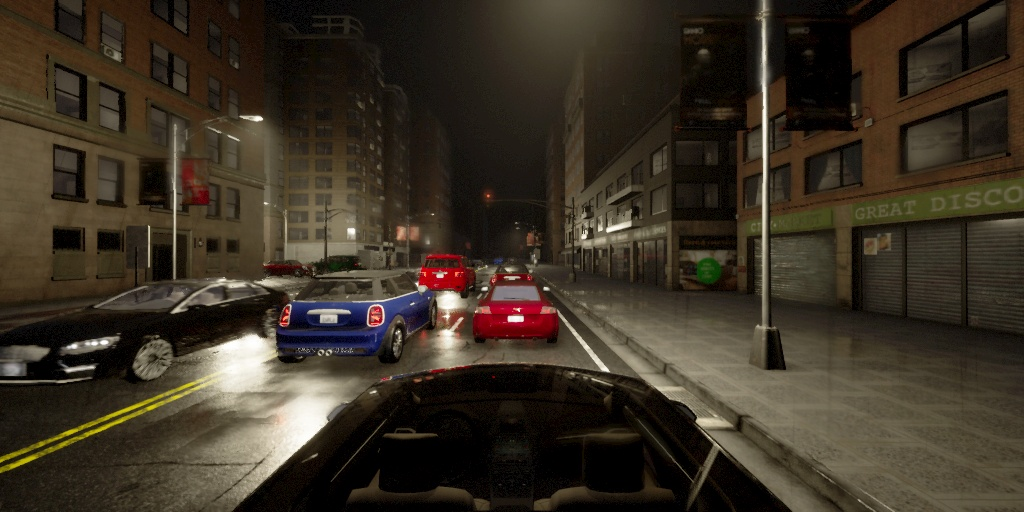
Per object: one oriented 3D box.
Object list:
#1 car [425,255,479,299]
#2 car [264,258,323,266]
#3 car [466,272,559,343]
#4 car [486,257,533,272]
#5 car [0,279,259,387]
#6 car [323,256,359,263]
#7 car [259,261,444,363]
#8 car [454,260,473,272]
[{"bbox_3d":[-3.139,0.974,18.328,2.150,2.045,5.566,0,0,0],"label":"car"},{"bbox_3d":[-20.772,1.103,33.621,4.553,1.767,2.097,0,0,2],"label":"car"},{"bbox_3d":[0.098,1.315,9.671,1.994,1.385,4.181,0,0,0],"label":"car"},{"bbox_3d":[0.011,1.104,18.289,2.097,1.767,4.553,0,0,0],"label":"car"},{"bbox_3d":[-6.598,1.243,7.183,2.128,1.511,4.902,0,0,0],"label":"car"},{"bbox_3d":[-18.061,0.986,36.158,5.566,2.045,2.150,0,1,-2],"label":"car"},{"bbox_3d":[-3.142,1.103,8.289,2.097,1.767,4.553,0,0,0],"label":"car"},{"bbox_3d":[-6.567,1.273,49.006,1.837,1.490,4.892,0,0,0],"label":"car"}]
